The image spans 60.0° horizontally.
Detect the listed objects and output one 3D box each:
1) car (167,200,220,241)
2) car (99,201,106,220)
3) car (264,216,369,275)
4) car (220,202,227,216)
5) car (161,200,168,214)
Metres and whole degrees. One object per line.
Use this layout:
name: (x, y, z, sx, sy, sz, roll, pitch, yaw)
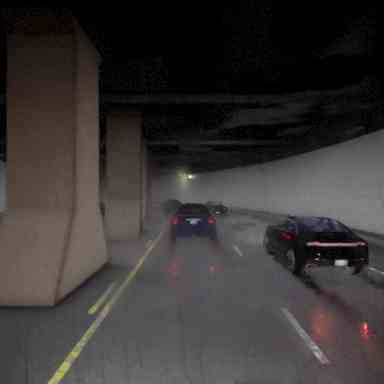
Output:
car: (0.025, 1.353, 16.736, 2.097, 1.767, 4.553, 0, 0, -1)
car: (-7.878, 1.494, 26.511, 2.128, 1.511, 4.902, 0, 0, -8)
car: (3.599, 1.493, 10.459, 2.128, 1.511, 4.902, 0, 0, 0)
car: (1.998, 1.604, 32.881, 1.895, 1.301, 4.718, 0, 0, -10)
car: (-2.104, 1.529, 35.355, 1.812, 1.442, 4.674, 0, 0, -12)
